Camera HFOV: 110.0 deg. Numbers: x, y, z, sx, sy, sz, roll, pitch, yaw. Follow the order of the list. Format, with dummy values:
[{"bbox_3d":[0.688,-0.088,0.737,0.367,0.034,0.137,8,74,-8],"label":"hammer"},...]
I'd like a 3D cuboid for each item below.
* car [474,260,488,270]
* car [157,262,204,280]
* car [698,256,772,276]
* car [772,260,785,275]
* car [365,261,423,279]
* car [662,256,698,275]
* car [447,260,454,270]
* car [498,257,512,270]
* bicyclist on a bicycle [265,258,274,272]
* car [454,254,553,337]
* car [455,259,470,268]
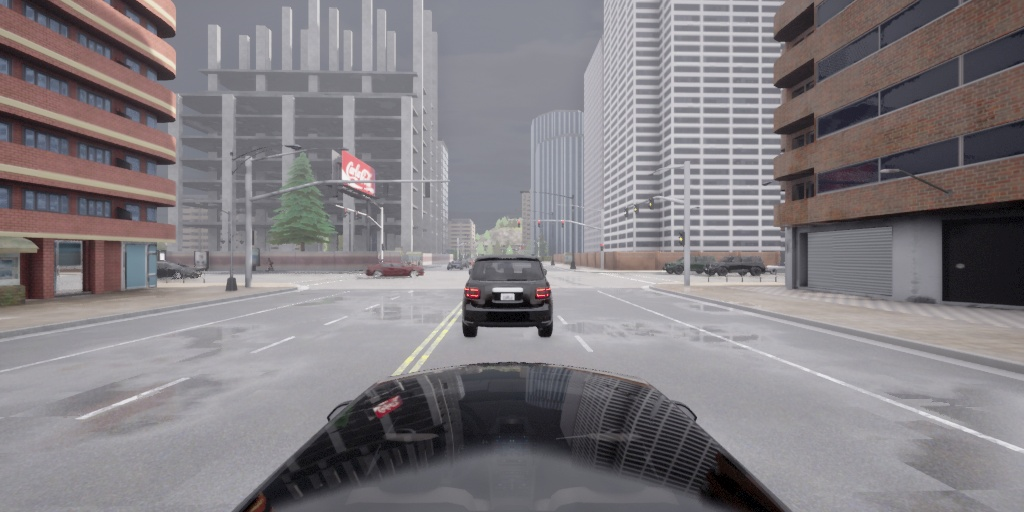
[{"bbox_3d":[-4.679,1.314,54.613,1.994,1.385,4.181,0,0,-1],"label":"car"},{"bbox_3d":[-29.159,1.255,30.510,4.892,1.490,1.837,0,0,-1],"label":"car"},{"bbox_3d":[21.988,0.971,35.549,5.566,2.045,2.150,0,0,-2],"label":"car"},{"bbox_3d":[29.506,1.351,39.232,4.718,1.301,1.895,0,0,-1],"label":"car"},{"bbox_3d":[-10.547,1.227,32.283,5.008,1.535,1.882,0,1,-18],"label":"car"},{"bbox_3d":[19.376,0.972,38.978,5.566,2.045,2.150,0,0,-1],"label":"car"},{"bbox_3d":[-8.124,1.314,51.781,1.994,1.385,4.181,0,0,-1],"label":"car"},{"bbox_3d":[-1.011,1.102,54.257,2.097,1.767,4.553,0,0,-1],"label":"car"},{"bbox_3d":[-28.715,1.051,42.505,0.582,1.620,1.656,0,0,-1],"label":"bicyclist on a bicycle"},{"bbox_3d":[-0.122,0.971,10.391,2.150,2.045,5.566,0,0,-1],"label":"car"},{"bbox_3d":[-8.286,1.255,60.353,1.837,1.490,4.892,0,0,-1],"label":"car"}]
